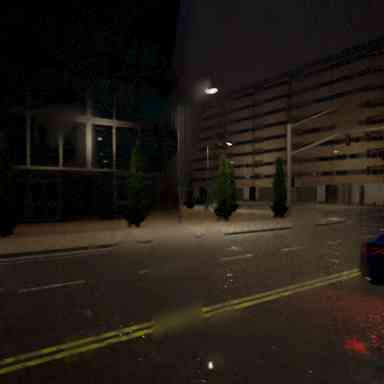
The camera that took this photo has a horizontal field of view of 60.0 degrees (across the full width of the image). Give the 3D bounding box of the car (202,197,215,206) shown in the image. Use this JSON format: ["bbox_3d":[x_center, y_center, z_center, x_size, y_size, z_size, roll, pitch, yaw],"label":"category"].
[{"bbox_3d":[1.849,1.480,54.771,1.994,1.385,4.181,0,0,-35],"label":"car"}]

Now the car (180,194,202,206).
[{"bbox_3d":[-0.955,1.445,52.661,1.812,1.442,4.674,0,0,-35],"label":"car"}]

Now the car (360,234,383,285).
[{"bbox_3d":[6.161,1.470,8.208,5.008,1.535,1.882,0,0,-35],"label":"car"}]
